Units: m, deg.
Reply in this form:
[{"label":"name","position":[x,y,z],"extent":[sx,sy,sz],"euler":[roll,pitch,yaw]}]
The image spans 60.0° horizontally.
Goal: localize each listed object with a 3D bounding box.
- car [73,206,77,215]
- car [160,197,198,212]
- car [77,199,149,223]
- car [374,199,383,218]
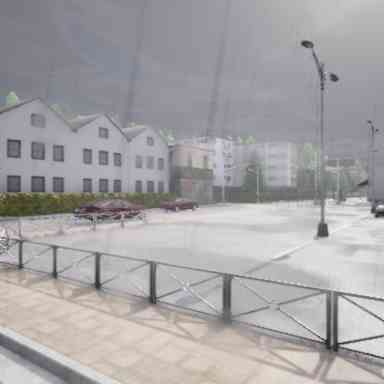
[{"label":"car","position":[-7.227,1.292,26.787],"extent":[2.128,1.511,4.902],"euler":[0,0,35]},{"label":"car","position":[-1.307,1.278,35.145],"extent":[1.882,1.535,5.008],"euler":[0,0,35]},{"label":"car","position":[-5.215,1.279,23.552],"extent":[1.882,1.535,5.008],"euler":[0,0,36]},{"label":"car","position":[15.792,1.297,26.547],"extent":[2.007,1.523,4.514],"euler":[0,0,35]}]
